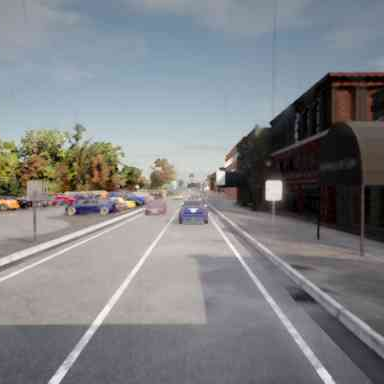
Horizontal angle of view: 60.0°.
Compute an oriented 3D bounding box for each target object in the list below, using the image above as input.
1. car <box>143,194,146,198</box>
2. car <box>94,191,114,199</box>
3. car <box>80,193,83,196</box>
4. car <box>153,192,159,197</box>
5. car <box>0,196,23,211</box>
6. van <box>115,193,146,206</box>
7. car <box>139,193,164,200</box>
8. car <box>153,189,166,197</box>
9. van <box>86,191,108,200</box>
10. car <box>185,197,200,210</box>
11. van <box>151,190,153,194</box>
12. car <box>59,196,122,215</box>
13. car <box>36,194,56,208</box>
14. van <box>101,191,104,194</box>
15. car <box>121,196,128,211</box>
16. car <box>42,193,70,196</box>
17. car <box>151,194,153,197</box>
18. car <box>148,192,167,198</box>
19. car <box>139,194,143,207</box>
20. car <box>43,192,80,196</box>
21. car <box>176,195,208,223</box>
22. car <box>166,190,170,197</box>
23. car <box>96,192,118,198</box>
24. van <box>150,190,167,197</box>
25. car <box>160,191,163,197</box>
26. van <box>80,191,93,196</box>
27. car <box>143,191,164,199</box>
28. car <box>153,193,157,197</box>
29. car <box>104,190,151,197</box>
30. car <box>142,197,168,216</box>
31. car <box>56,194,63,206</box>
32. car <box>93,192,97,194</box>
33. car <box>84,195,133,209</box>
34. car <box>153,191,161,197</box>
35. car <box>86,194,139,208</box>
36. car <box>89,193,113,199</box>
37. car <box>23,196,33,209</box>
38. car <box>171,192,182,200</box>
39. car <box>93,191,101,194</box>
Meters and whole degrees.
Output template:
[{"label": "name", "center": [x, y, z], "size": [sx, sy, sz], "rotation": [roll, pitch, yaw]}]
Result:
[{"label": "car", "center": [-9.319, 1.329, 45.458], "size": [5.008, 1.535, 2.097], "rotation": [0, 0, 0]}, {"label": "car", "center": [-21.687, 0.730, 82.091], "size": [4.553, 1.767, 2.185], "rotation": [0, 1, 0]}, {"label": "car", "center": [-21.815, 1.309, 56.675], "size": [5.008, 1.535, 2.097], "rotation": [0, 0, 0]}, {"label": "car", "center": [-9.206, 1.271, 62.433], "size": [4.674, 1.452, 2.002], "rotation": [0, 1, 0]}, {"label": "car", "center": [-21.914, 1.216, 37.023], "size": [4.553, 1.767, 2.185], "rotation": [0, 0, 0]}, {"label": "van", "center": [-9.396, 1.095, 51.109], "size": [4.442, 1.987, 1.878], "rotation": [0, 0, 0]}, {"label": "car", "center": [-9.308, 0.958, 76.559], "size": [5.366, 1.575, 1.946], "rotation": [0, 1, 0]}, {"label": "car", "center": [-9.168, 0.764, 73.728], "size": [5.566, 2.045, 2.435], "rotation": [0, 1, 0]}, {"label": "van", "center": [-21.806, 0.735, 76.570], "size": [4.442, 1.987, 1.878], "rotation": [0, 1, 0]}, {"label": "car", "center": [0.119, 1.401, 42.949], "size": [1.837, 1.490, 4.892], "rotation": [0, 0, 0]}, {"label": "van", "center": [-9.361, 1.083, 56.640], "size": [4.442, 1.987, 1.878], "rotation": [0, 0, 0]}, {"label": "car", "center": [-9.430, 1.380, 31.329], "size": [4.792, 1.488, 2.163], "rotation": [0, 0, 0]}, {"label": "car", "center": [-21.898, 1.330, 45.494], "size": [4.892, 1.521, 2.231], "rotation": [0, 0, 0]}, {"label": "van", "center": [-21.845, 0.844, 70.921], "size": [4.442, 1.987, 1.878], "rotation": [0, 1, 0]}, {"label": "car", "center": [-9.386, 1.386, 34.155], "size": [4.674, 1.452, 2.002], "rotation": [0, 0, 0]}, {"label": "car", "center": [-21.827, 1.350, 51.016], "size": [4.792, 1.488, 2.163], "rotation": [0, 0, 0]}, {"label": "car", "center": [-9.264, 1.357, 53.935], "size": [4.674, 1.452, 2.002], "rotation": [0, 0, 0]}, {"label": "car", "center": [-9.050, 0.785, 87.860], "size": [4.674, 1.452, 2.002], "rotation": [0, 1, 0]}, {"label": "car", "center": [-9.326, 1.333, 42.633], "size": [5.008, 1.535, 2.097], "rotation": [0, 0, 0]}, {"label": "car", "center": [-21.810, 1.065, 53.840], "size": [5.566, 2.045, 2.435], "rotation": [0, 0, 0]}, {"label": "car", "center": [0.099, 1.332, 25.092], "size": [2.097, 1.767, 4.553], "rotation": [0, 0, 0]}, {"label": "car", "center": [-8.902, 0.850, 82.207], "size": [5.366, 1.575, 1.946], "rotation": [0, 1, 0]}, {"label": "car", "center": [-21.634, 0.802, 84.916], "size": [5.008, 1.535, 2.097], "rotation": [0, 1, 0]}, {"label": "van", "center": [-9.152, 0.465, 90.680], "size": [4.442, 1.987, 1.878], "rotation": [0, 1, 0]}, {"label": "car", "center": [-9.160, 1.109, 70.909], "size": [4.674, 1.452, 2.002], "rotation": [0, 1, 0]}, {"label": "van", "center": [-21.663, 1.006, 62.450], "size": [4.442, 1.987, 1.878], "rotation": [0, 1, 0]}, {"label": "car", "center": [-9.136, 0.781, 79.381], "size": [4.553, 1.767, 2.185], "rotation": [0, 1, 0]}, {"label": "car", "center": [-9.229, 1.320, 59.599], "size": [4.674, 1.452, 2.002], "rotation": [0, 1, 0]}, {"label": "car", "center": [-9.268, 1.074, 48.283], "size": [5.566, 2.045, 2.435], "rotation": [0, 0, 0]}, {"label": "car", "center": [-3.344, 1.477, 31.832], "size": [1.812, 1.442, 4.674], "rotation": [0, 0, 0]}, {"label": "car", "center": [-21.844, 1.354, 48.193], "size": [4.792, 1.488, 2.163], "rotation": [0, 0, 0]}, {"label": "car", "center": [-21.795, 1.207, 65.282], "size": [4.792, 1.488, 2.163], "rotation": [0, 1, 0]}, {"label": "car", "center": [-9.368, 1.382, 36.981], "size": [4.674, 1.452, 2.002], "rotation": [0, 0, 0]}, {"label": "car", "center": [-9.186, 1.177, 65.258], "size": [5.008, 1.535, 2.097], "rotation": [0, 1, 0]}, {"label": "car", "center": [-9.534, 1.335, 39.808], "size": [5.366, 1.575, 1.946], "rotation": [0, 0, 0]}, {"label": "car", "center": [-21.679, 0.910, 79.270], "size": [5.008, 1.535, 2.097], "rotation": [0, 1, 0]}, {"label": "car", "center": [-21.923, 1.337, 39.722], "size": [5.008, 1.535, 2.097], "rotation": [0, 0, 0]}, {"label": "car", "center": [-3.054, 1.113, 73.535], "size": [1.895, 1.301, 4.718], "rotation": [0, 1, 1]}, {"label": "car", "center": [-21.715, 1.000, 67.976], "size": [4.553, 1.767, 2.185], "rotation": [0, 1, 0]}]
